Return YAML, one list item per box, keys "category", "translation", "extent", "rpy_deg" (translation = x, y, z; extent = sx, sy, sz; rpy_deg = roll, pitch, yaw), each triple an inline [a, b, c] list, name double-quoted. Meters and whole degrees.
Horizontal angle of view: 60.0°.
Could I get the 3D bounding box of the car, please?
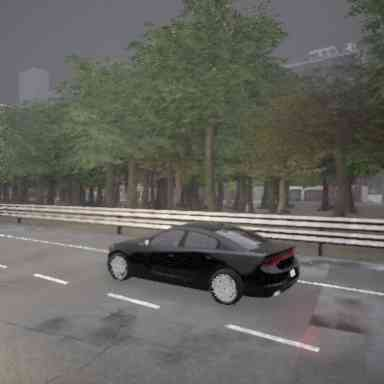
- category: "car"
  translation: [0.012, 1.498, 8.157]
  extent: [5.008, 1.535, 1.882]
  rpy_deg: [0, 0, 36]
